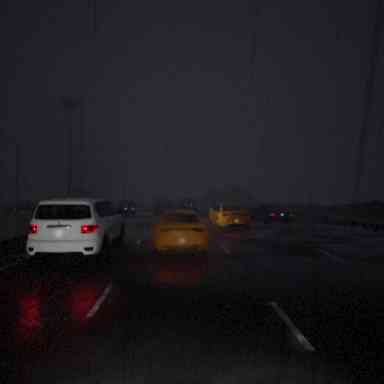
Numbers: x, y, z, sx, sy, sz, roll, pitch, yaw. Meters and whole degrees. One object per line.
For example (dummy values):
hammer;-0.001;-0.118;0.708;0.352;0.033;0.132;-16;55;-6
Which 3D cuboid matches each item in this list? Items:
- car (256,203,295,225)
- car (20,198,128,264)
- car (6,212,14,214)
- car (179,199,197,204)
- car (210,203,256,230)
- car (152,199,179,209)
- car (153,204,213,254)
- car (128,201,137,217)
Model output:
car;5.521;1.515;23.990;2.033;1.411;5.357;0;0;-7
car;-3.863;1.207;11.963;2.150;2.045;5.566;0;0;-3
car;-17.427;1.527;34.044;1.994;1.385;4.181;0;0;-11
car;-0.591;1.498;39.165;2.033;1.411;5.357;0;0;-12
car;2.265;1.450;21.196;1.882;1.535;5.008;0;0;-6
car;-2.703;1.438;31.549;1.882;1.535;5.008;0;0;-9
car;-0.497;1.460;13.508;1.882;1.535;5.008;0;0;-4
car;-6.144;1.510;31.140;2.033;1.411;5.357;0;0;-10
